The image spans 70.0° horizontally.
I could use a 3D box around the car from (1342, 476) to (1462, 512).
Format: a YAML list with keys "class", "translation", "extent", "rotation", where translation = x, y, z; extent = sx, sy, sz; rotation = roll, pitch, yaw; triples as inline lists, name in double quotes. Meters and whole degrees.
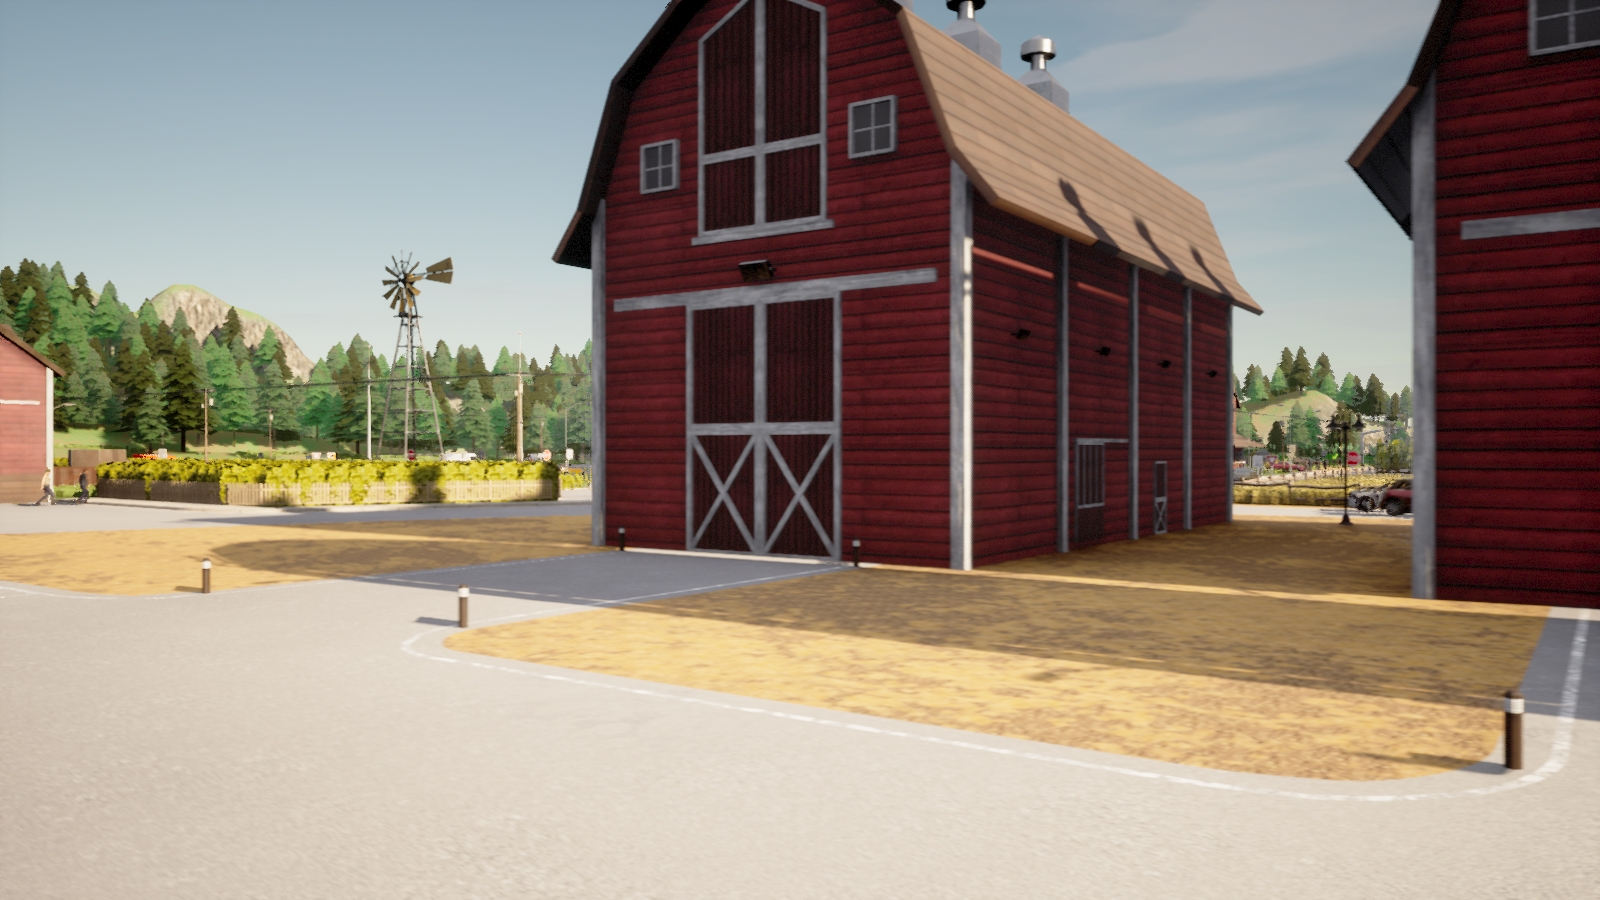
- class: "car"
  translation: [28.349, 2.047, 53.834]
  extent: [4.902, 1.511, 2.128]
  rotation: [0, 0, 32]

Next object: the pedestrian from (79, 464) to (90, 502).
- class: "pedestrian"
  translation: [-34.981, 1.618, 55.848]
  extent: [0.375, 1.860, 0.375]
  rotation: [0, 0, -44]

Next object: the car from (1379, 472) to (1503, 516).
- class: "car"
  translation: [28.115, 1.905, 50.157]
  extent: [4.553, 1.767, 2.097]
  rotation: [0, 0, 35]

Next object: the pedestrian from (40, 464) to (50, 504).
- class: "pedestrian"
  translation: [-36.092, 1.617, 54.621]
  extent: [0.375, 1.860, 0.375]
  rotation: [0, 0, -26]
